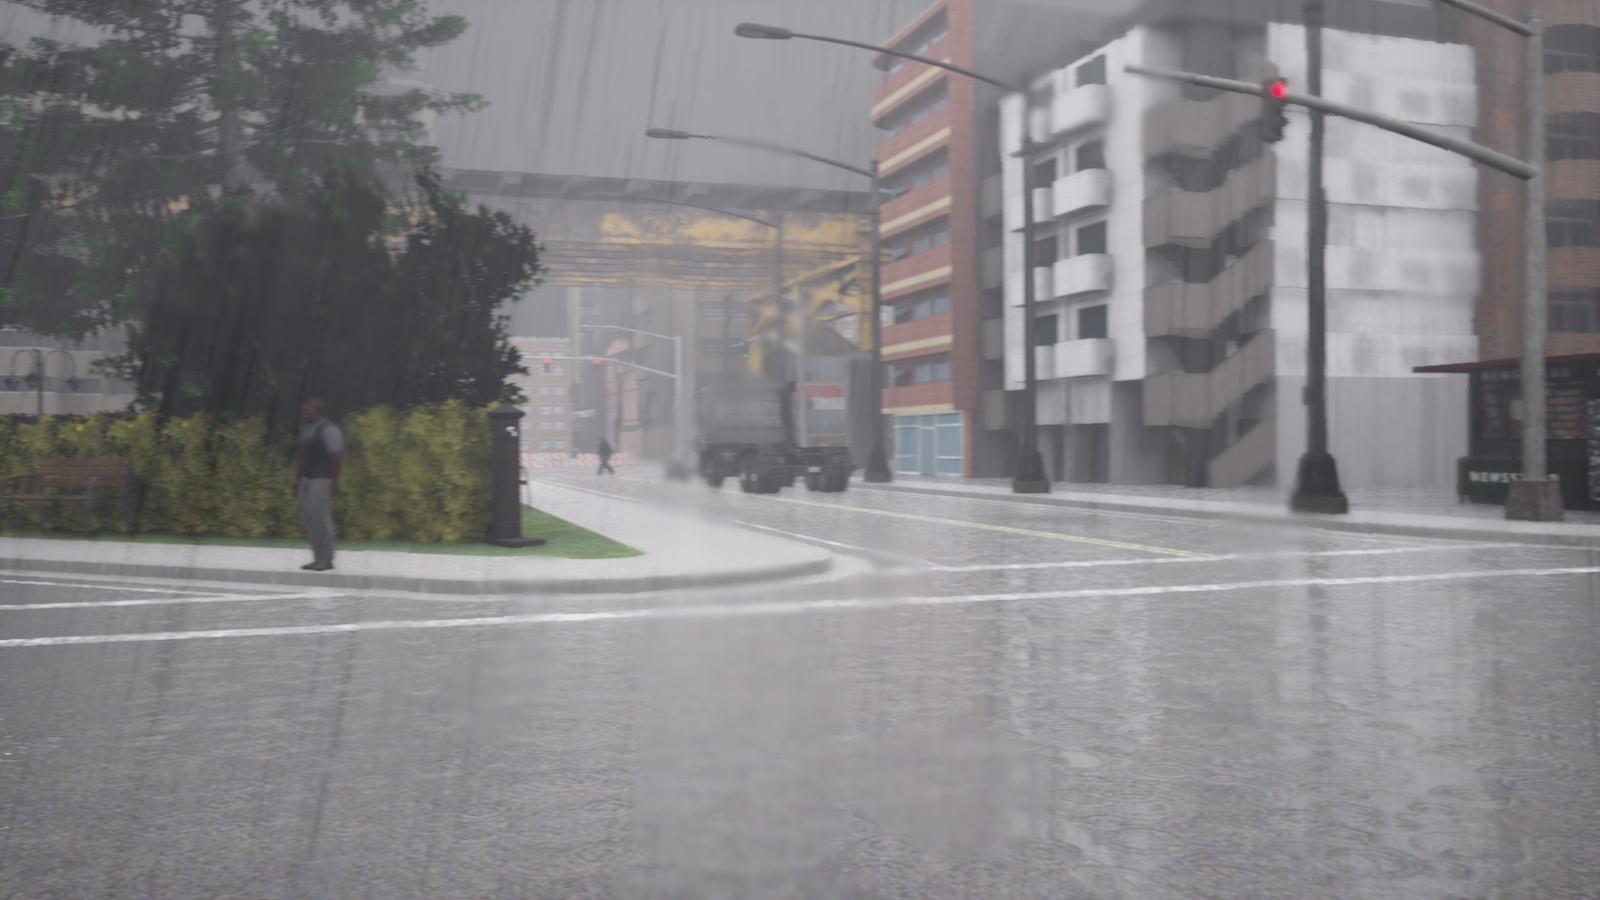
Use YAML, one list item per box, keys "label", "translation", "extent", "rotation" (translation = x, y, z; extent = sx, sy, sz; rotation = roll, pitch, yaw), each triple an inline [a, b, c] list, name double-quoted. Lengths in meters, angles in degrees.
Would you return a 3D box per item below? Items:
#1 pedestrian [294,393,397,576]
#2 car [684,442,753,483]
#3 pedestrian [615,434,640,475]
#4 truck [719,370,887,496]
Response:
- label: "pedestrian"
  translation: [-4.851, 0.355, 13.423]
  extent: [0.563, 1.883, 0.849]
  rotation: [0, 1, 40]
- label: "car"
  translation: [-3.211, 0.457, 48.651]
  extent: [1.845, 1.501, 3.633]
  rotation: [-1, 0, -17]
- label: "pedestrian"
  translation: [-7.696, 0.195, 56.018]
  extent: [0.899, 1.844, 0.634]
  rotation: [-1, 0, -36]
- label: "truck"
  translation: [-0.135, -0.500, 38.768]
  extent: [2.891, 3.462, 7.936]
  rotation: [-1, 0, -17]
